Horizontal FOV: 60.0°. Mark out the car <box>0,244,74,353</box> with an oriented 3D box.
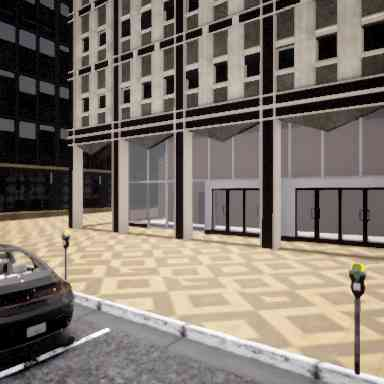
[{"bbox_3d":[-3.787,1.549,5.573,4.403,1.369,2.008,0,0,36],"label":"car"}]
